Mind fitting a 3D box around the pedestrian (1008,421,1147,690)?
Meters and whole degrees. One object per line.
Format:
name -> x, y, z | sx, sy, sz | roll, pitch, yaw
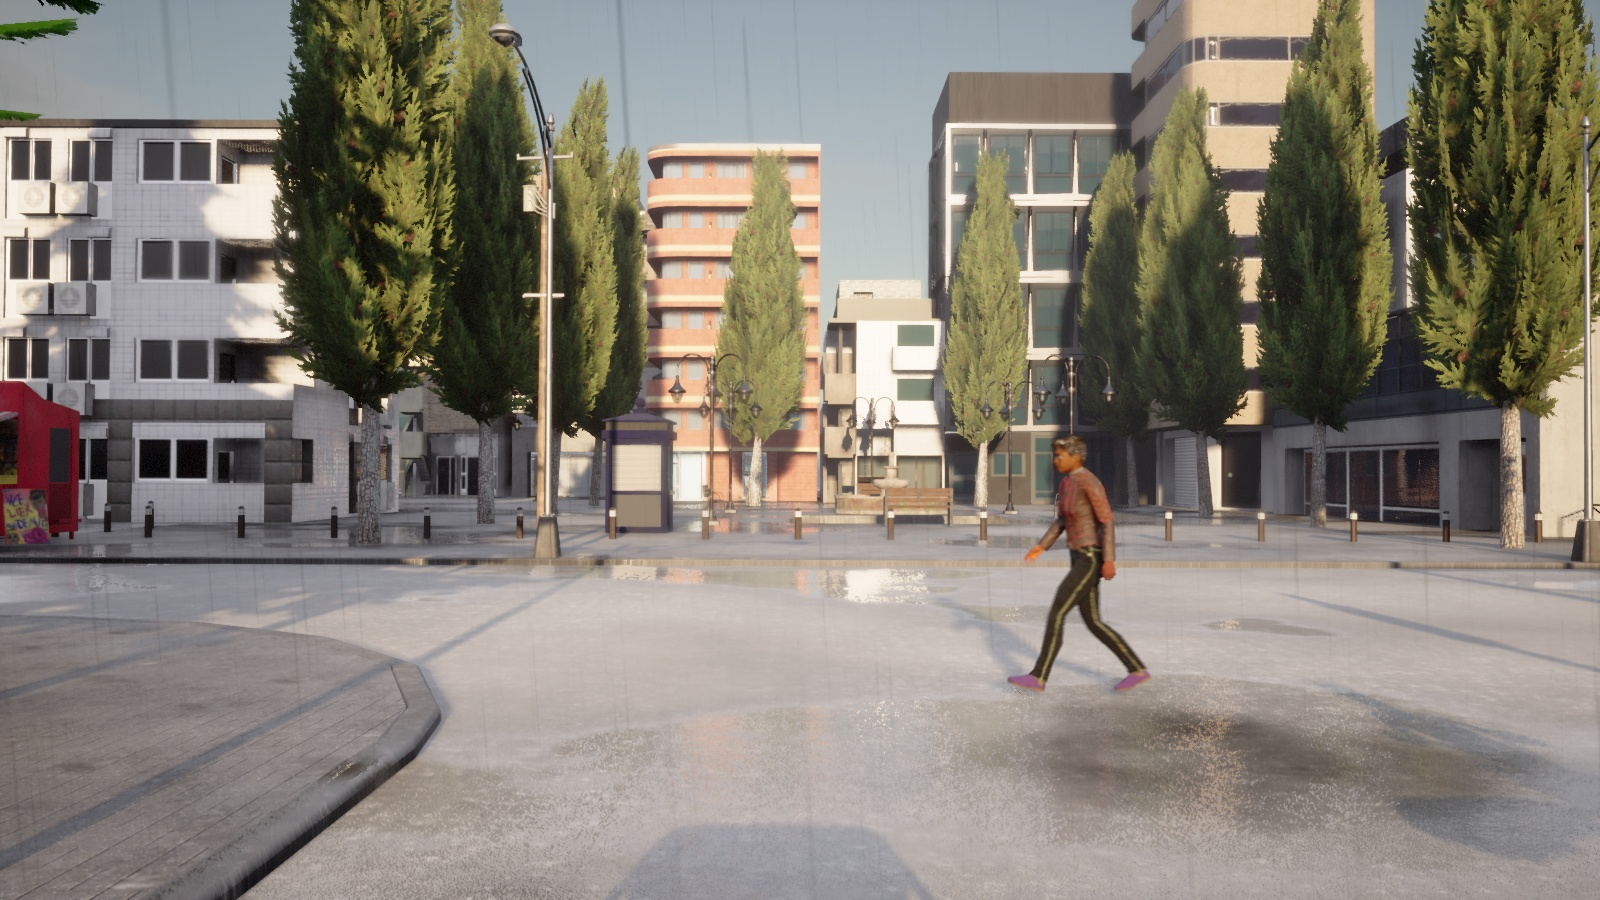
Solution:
pedestrian -> 1.893, 0.710, 8.618 | 0.869, 1.805, 0.328 | 0, -1, 0
